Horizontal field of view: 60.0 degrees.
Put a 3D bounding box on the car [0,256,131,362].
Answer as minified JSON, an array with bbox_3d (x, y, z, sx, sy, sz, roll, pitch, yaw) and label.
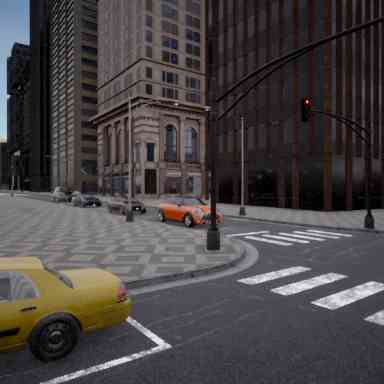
[{"bbox_3d":[-3.233,1.525,4.343,4.829,1.417,1.752,0,0,-36],"label":"car"}]

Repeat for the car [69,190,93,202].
[{"bbox_3d":[-15.960,0.574,47.512,1.882,1.535,5.008,0,1,-36],"label":"car"}]

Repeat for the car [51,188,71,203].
[{"bbox_3d":[-17.121,0.645,43.796,1.837,1.490,4.892,0,2,-35],"label":"car"}]

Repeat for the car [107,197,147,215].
[{"bbox_3d":[-5.399,1.087,27.371,1.994,1.385,4.181,0,1,-36],"label":"car"}]

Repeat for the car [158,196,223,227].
[{"bbox_3d":[-0.200,1.049,20.116,2.097,1.767,4.553,0,1,-36],"label":"car"}]

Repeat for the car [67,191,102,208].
[{"bbox_3d":[-11.387,0.874,35.735,2.033,1.411,5.357,0,1,-36],"label":"car"}]
